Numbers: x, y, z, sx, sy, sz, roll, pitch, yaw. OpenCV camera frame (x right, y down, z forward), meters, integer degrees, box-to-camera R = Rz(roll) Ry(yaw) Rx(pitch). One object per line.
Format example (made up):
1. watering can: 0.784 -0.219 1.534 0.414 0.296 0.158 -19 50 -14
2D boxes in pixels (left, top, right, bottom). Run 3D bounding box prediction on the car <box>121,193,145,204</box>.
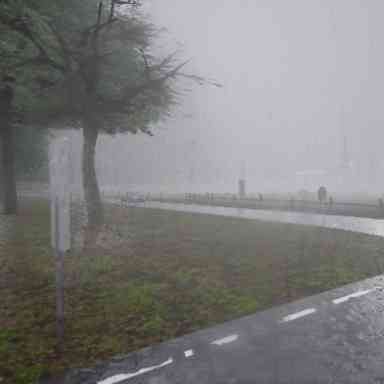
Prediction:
1. car: -7.828 0.854 44.090 1.994 1.385 4.181 -1 2 -36
